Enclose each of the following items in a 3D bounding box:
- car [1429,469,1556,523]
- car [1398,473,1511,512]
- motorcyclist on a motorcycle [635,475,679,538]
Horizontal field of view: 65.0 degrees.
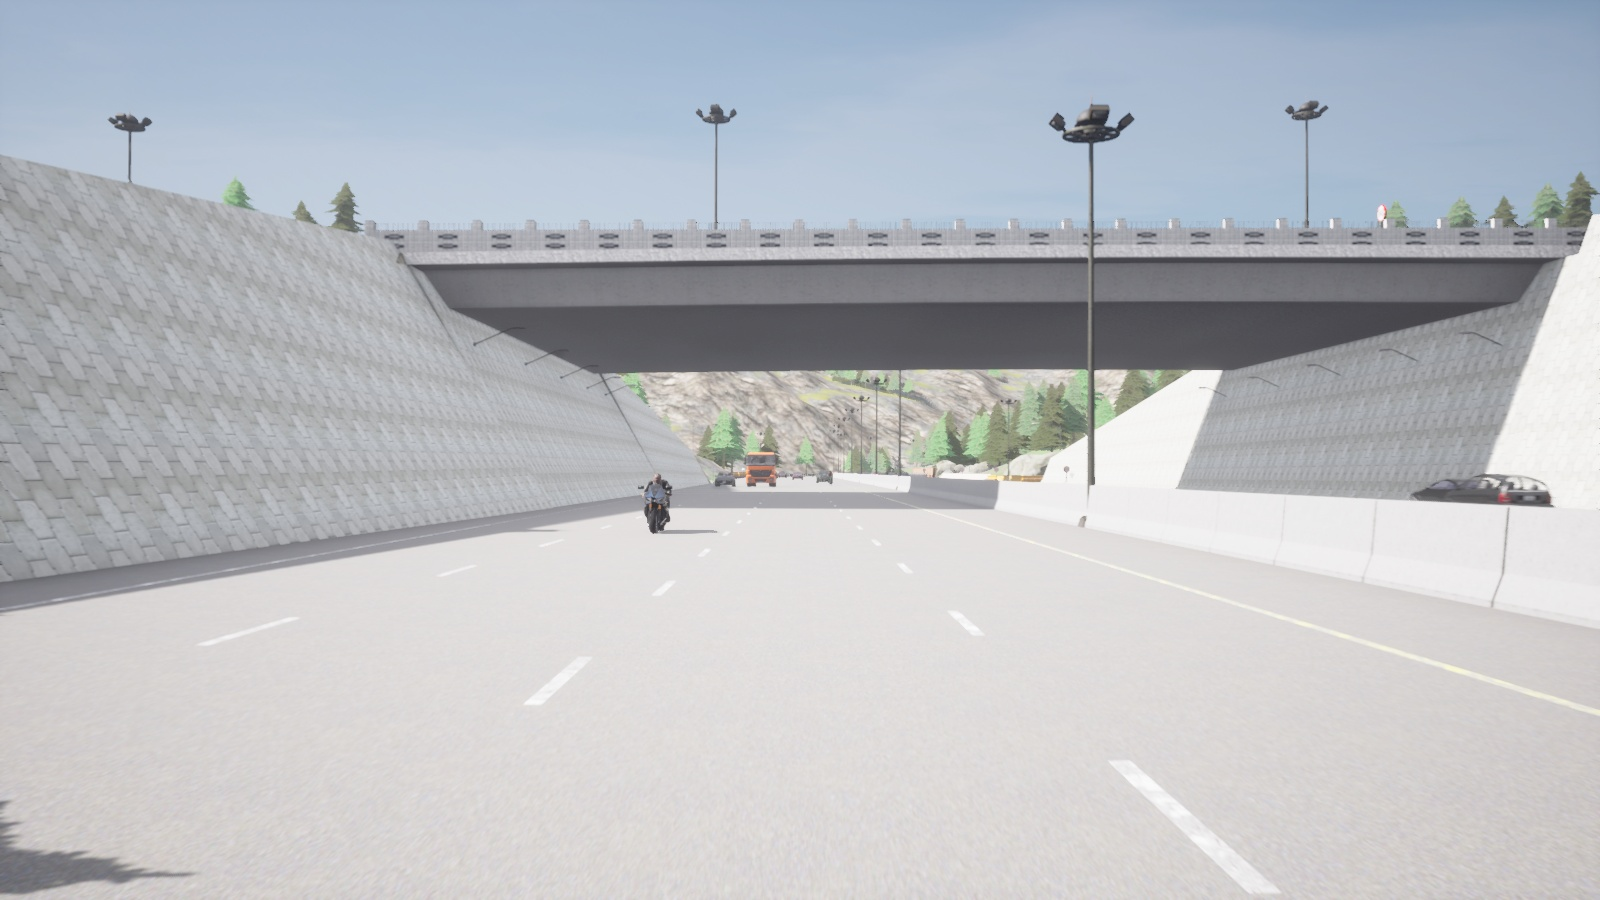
[{"bbox_3d":[20.907,1.347,38.080,1.789,1.549,3.705,0,-1,0],"label":"car"},{"bbox_3d":[24.386,1.567,46.960,1.994,1.385,4.181,0,-1,0],"label":"car"},{"bbox_3d":[-3.577,1.394,31.651,0.866,1.530,2.191,0,-1,0],"label":"motorcyclist on a motorcycle"}]
